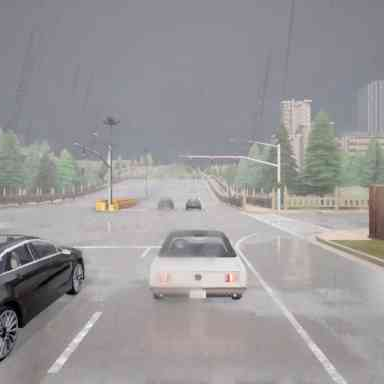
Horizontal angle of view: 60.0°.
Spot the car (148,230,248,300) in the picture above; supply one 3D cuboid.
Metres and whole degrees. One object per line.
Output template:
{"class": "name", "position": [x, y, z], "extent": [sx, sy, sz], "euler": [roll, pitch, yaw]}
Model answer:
{"class": "car", "position": [0.117, 1.601, 8.358], "extent": [1.895, 1.301, 4.718], "euler": [0, 0, 0]}

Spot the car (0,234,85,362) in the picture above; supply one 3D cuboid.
{"class": "car", "position": [-3.387, 1.492, 5.824], "extent": [2.128, 1.511, 4.902], "euler": [0, 0, 0]}

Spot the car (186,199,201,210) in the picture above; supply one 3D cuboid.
{"class": "car", "position": [0.197, 1.564, 43.409], "extent": [1.994, 1.385, 4.181], "euler": [0, 0, 0]}

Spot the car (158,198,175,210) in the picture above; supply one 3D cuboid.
{"class": "car", "position": [-3.305, 1.505, 43.415], "extent": [1.837, 1.490, 4.892], "euler": [0, 0, 0]}
